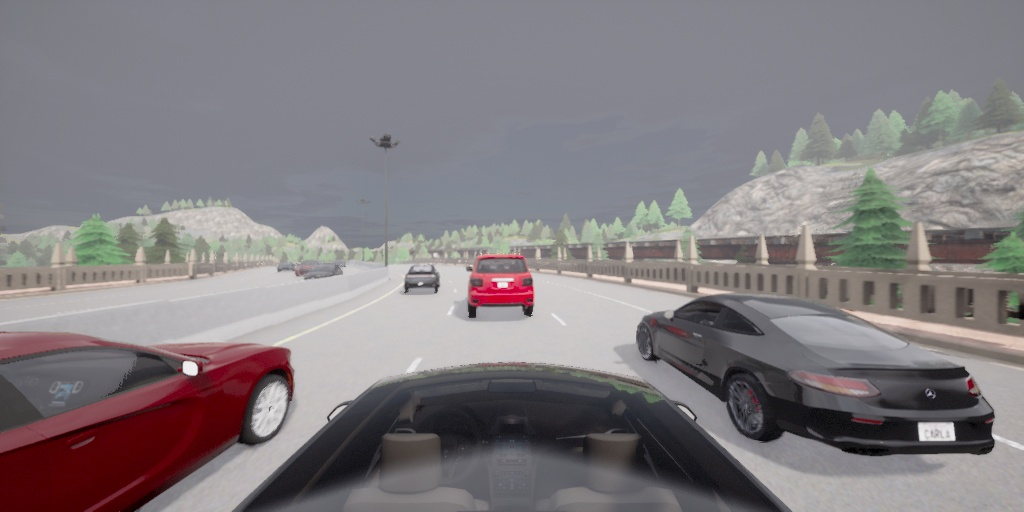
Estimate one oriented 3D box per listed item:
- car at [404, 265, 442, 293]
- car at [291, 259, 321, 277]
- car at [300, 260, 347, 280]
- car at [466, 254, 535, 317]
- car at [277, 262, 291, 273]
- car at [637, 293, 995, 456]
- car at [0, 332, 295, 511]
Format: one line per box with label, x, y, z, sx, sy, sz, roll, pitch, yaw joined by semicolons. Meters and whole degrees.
car;-5.180;1.243;20.988;2.128;1.511;4.902;0;0;-10
car;-21.046;1.197;37.216;2.097;1.767;4.553;-1;0;-23
car;-13.778;1.303;26.585;1.837;1.490;4.892;0;0;-15
car;-0.529;0.959;13.424;2.150;2.045;5.566;0;0;-5
car;-30.253;1.475;48.209;1.994;1.385;4.181;-1;0;-28
car;3.413;1.259;5.216;1.812;1.442;4.674;0;0;-1
car;-3.561;1.239;2.287;1.882;1.535;5.008;0;0;1
